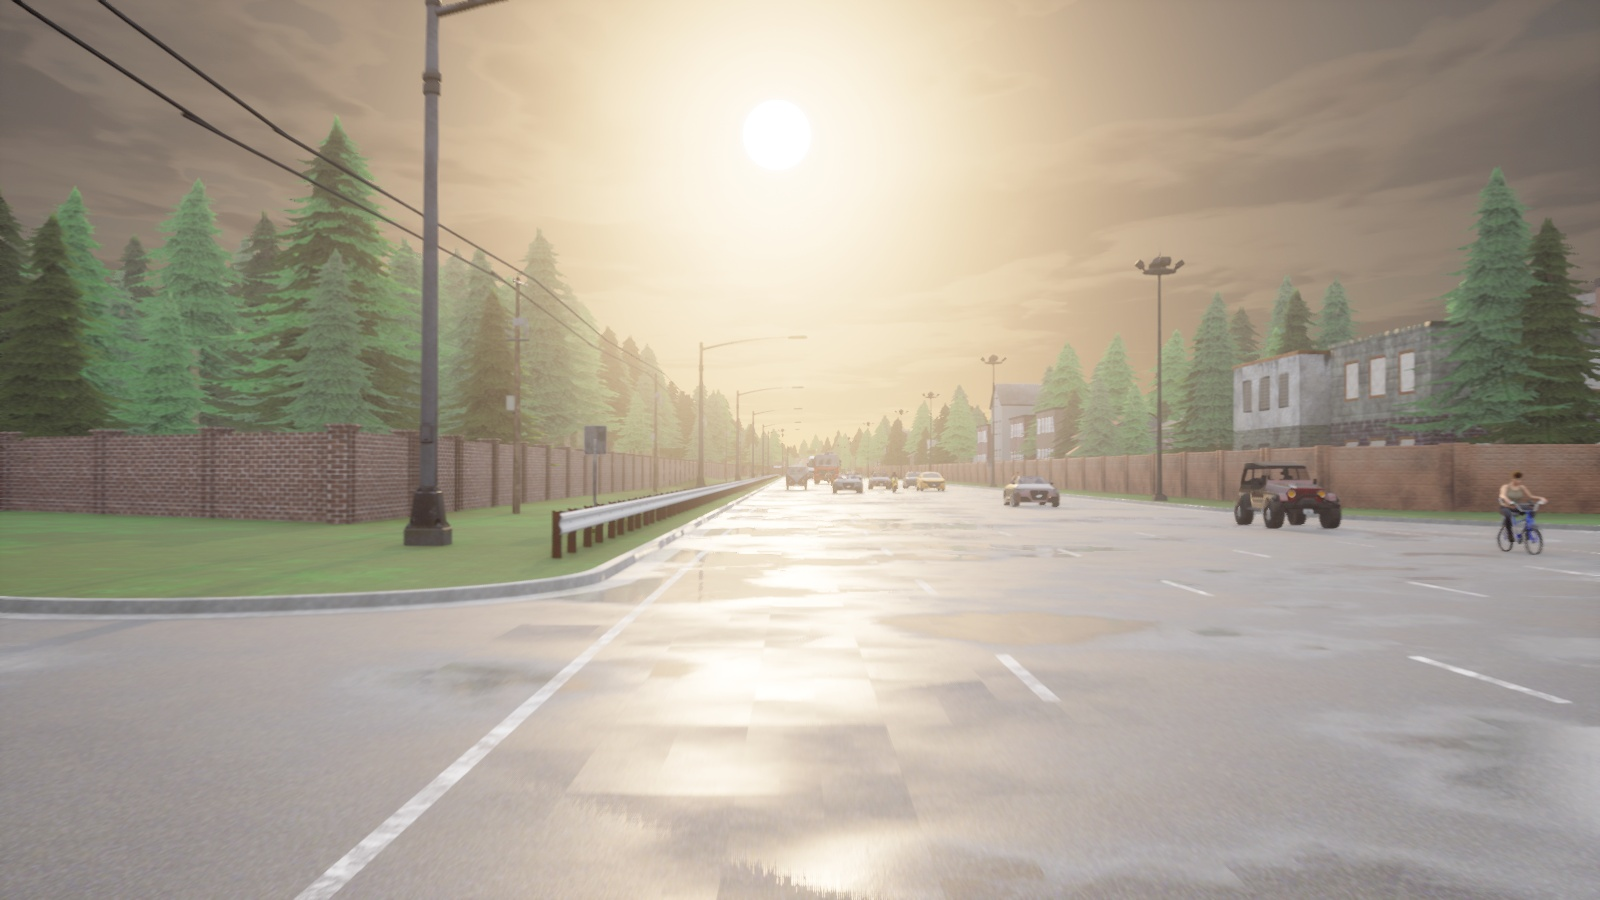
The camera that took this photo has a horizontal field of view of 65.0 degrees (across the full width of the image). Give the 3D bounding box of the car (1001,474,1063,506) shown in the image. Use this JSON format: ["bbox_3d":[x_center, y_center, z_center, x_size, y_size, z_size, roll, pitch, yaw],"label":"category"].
[{"bbox_3d":[10.364,1.761,56.455,1.994,1.385,4.181,0,-1,0],"label":"car"}]

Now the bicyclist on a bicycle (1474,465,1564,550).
[{"bbox_3d":[13.945,1.094,24.397,0.866,1.612,1.509,0,-1,0],"label":"bicyclist on a bicycle"}]

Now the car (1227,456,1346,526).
[{"bbox_3d":[13.912,1.146,36.163,1.905,1.878,3.866,0,-1,0],"label":"car"}]

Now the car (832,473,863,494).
[{"bbox_3d":[3.290,2.292,87.191,1.994,1.385,4.181,0,-1,0],"label":"car"}]
